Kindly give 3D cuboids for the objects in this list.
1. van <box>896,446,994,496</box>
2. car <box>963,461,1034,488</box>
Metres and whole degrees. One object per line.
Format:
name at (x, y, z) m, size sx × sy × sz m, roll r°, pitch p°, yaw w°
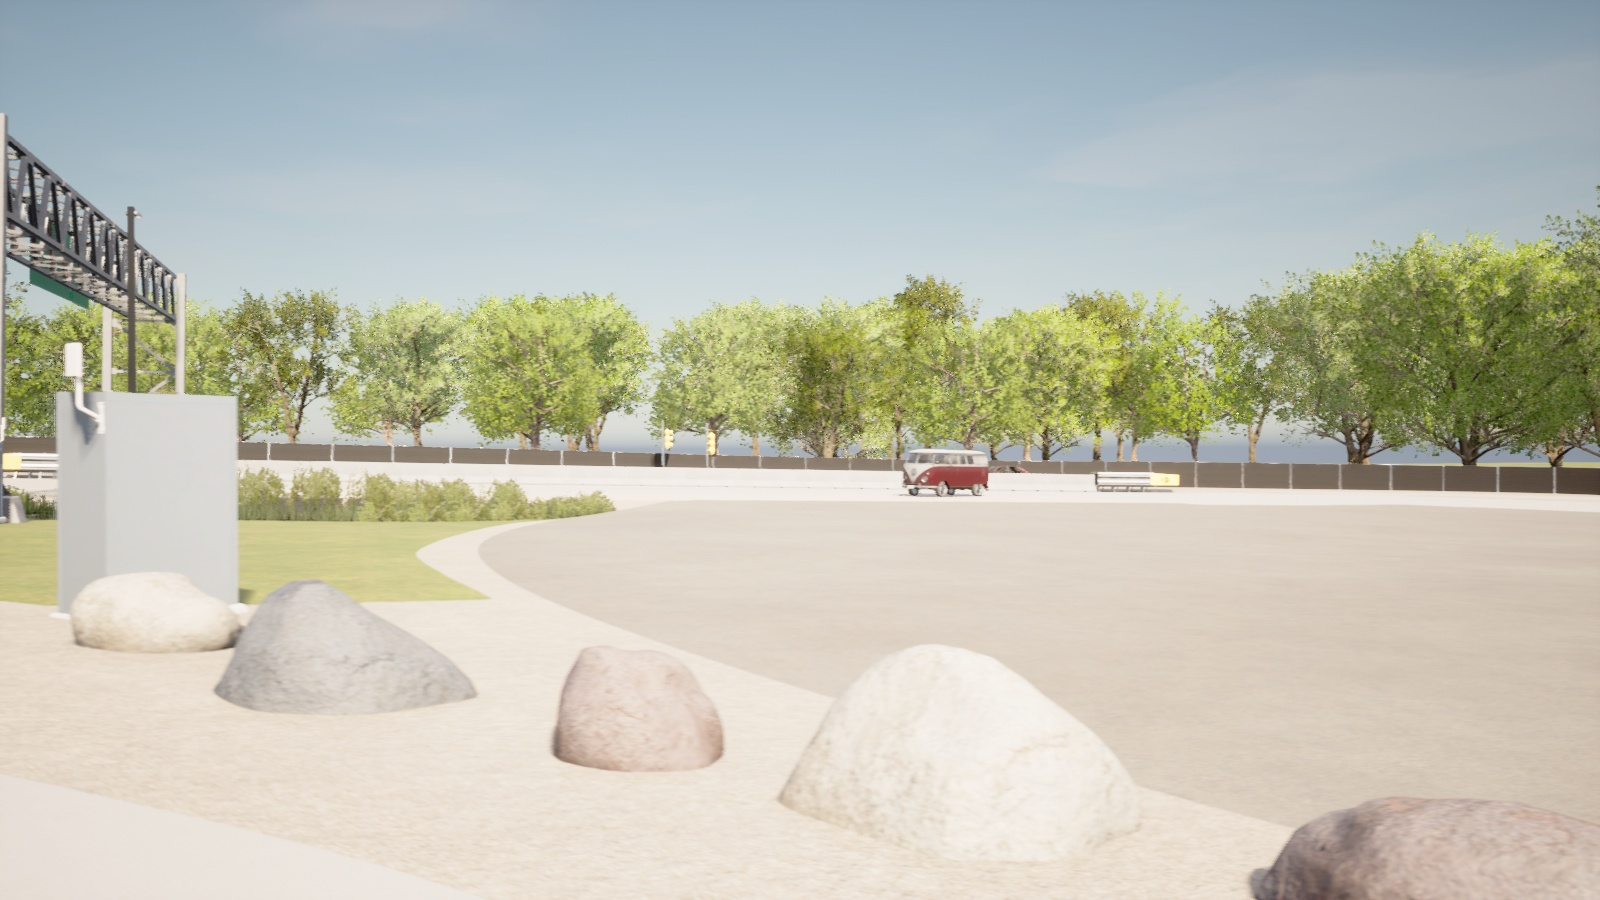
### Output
van at (6.141, 0.857, 52.893) m, size 1.775 × 1.987 × 4.442 m, roll 0°, pitch 0°, yaw 43°
car at (12.445, 1.499, 78.650) m, size 3.988 × 1.617 × 1.851 m, roll 0°, pitch 0°, yaw -21°
